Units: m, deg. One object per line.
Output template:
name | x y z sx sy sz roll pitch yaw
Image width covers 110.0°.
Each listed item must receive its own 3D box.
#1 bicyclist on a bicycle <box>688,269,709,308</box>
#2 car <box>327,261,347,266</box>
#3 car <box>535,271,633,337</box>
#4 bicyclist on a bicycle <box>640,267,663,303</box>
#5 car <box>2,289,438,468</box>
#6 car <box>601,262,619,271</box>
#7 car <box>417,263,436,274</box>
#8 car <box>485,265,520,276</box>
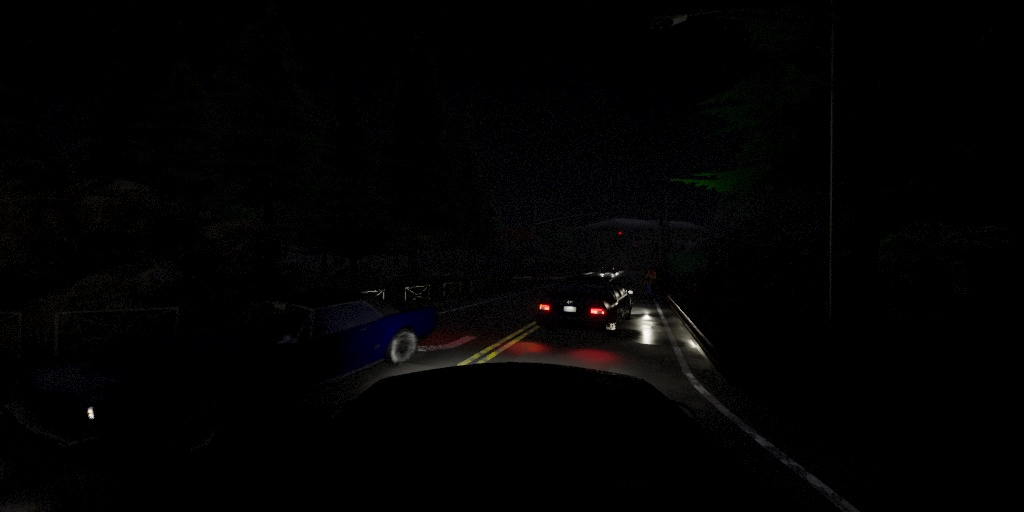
bicyclist on a bicycle | 7.875 1.358 15.107 1.656 1.620 0.582 1 -1 -34
car | -24.016 1.492 51.750 5.357 1.411 2.033 1 -1 23
car | 2.304 1.280 10.283 2.033 1.411 5.357 1 -1 24
bicyclist on a bicycle | 6.430 1.346 16.490 1.656 1.620 0.582 1 -1 -31
car | -3.204 1.256 5.192 1.895 1.301 4.718 1 3 25
car | 15.624 1.969 57.913 2.097 1.767 4.553 1 -1 20
car | -12.156 1.674 47.186 4.181 1.385 1.994 1 -1 20
car | -1.115 1.830 43.220 4.181 1.385 1.994 1 -1 20
